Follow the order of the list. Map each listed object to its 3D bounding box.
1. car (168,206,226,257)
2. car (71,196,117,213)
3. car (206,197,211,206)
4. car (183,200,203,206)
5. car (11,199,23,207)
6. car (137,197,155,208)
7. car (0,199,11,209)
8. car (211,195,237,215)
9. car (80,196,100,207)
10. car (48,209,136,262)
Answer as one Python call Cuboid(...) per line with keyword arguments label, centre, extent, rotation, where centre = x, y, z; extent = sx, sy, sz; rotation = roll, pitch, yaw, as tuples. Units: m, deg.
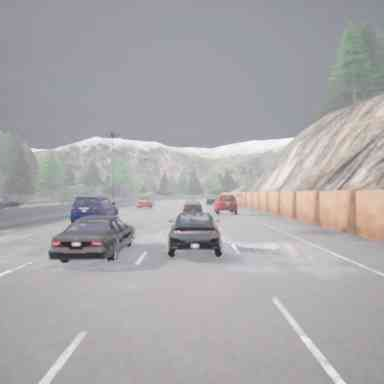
Cuboid(label="car", centre=(0.099, 1.538, 13.180), extent=(2.128, 1.511, 4.902), rotation=(0, 0, 0))
Cuboid(label="car", centre=(-6.909, 1.311, 23.969), extent=(2.150, 2.045, 5.566), rotation=(0, 0, 0))
Cuboid(label="car", centre=(3.583, 1.686, 61.609), extent=(1.882, 1.535, 5.008), rotation=(0, 0, 0))
Cuboid(label="car", centre=(0.092, 1.595, 34.388), extent=(1.882, 1.535, 5.008), rotation=(0, 0, 0))
Cuboid(label="car", centre=(-28.048, 1.801, 51.150), extent=(1.895, 1.301, 4.718), rotation=(0, 0, 1))
Cuboid(label="car", centre=(-6.913, 1.530, 50.289), extent=(2.097, 1.767, 4.553), rotation=(0, 0, 0))
Cuboid(label="car", centre=(-21.095, 1.681, 33.605), extent=(2.033, 1.411, 5.357), rotation=(0, 0, 0))
Cuboid(label="car", centre=(3.588, 1.340, 36.082), extent=(2.150, 2.045, 5.566), rotation=(0, 0, 0))
Cuboid(label="car", centre=(-17.536, 1.571, 57.581), extent=(2.097, 1.767, 4.553), rotation=(0, 0, 0))
Cuboid(label="car", centre=(-3.402, 1.593, 12.283), extent=(2.033, 1.411, 5.357), rotation=(0, 0, 0))
